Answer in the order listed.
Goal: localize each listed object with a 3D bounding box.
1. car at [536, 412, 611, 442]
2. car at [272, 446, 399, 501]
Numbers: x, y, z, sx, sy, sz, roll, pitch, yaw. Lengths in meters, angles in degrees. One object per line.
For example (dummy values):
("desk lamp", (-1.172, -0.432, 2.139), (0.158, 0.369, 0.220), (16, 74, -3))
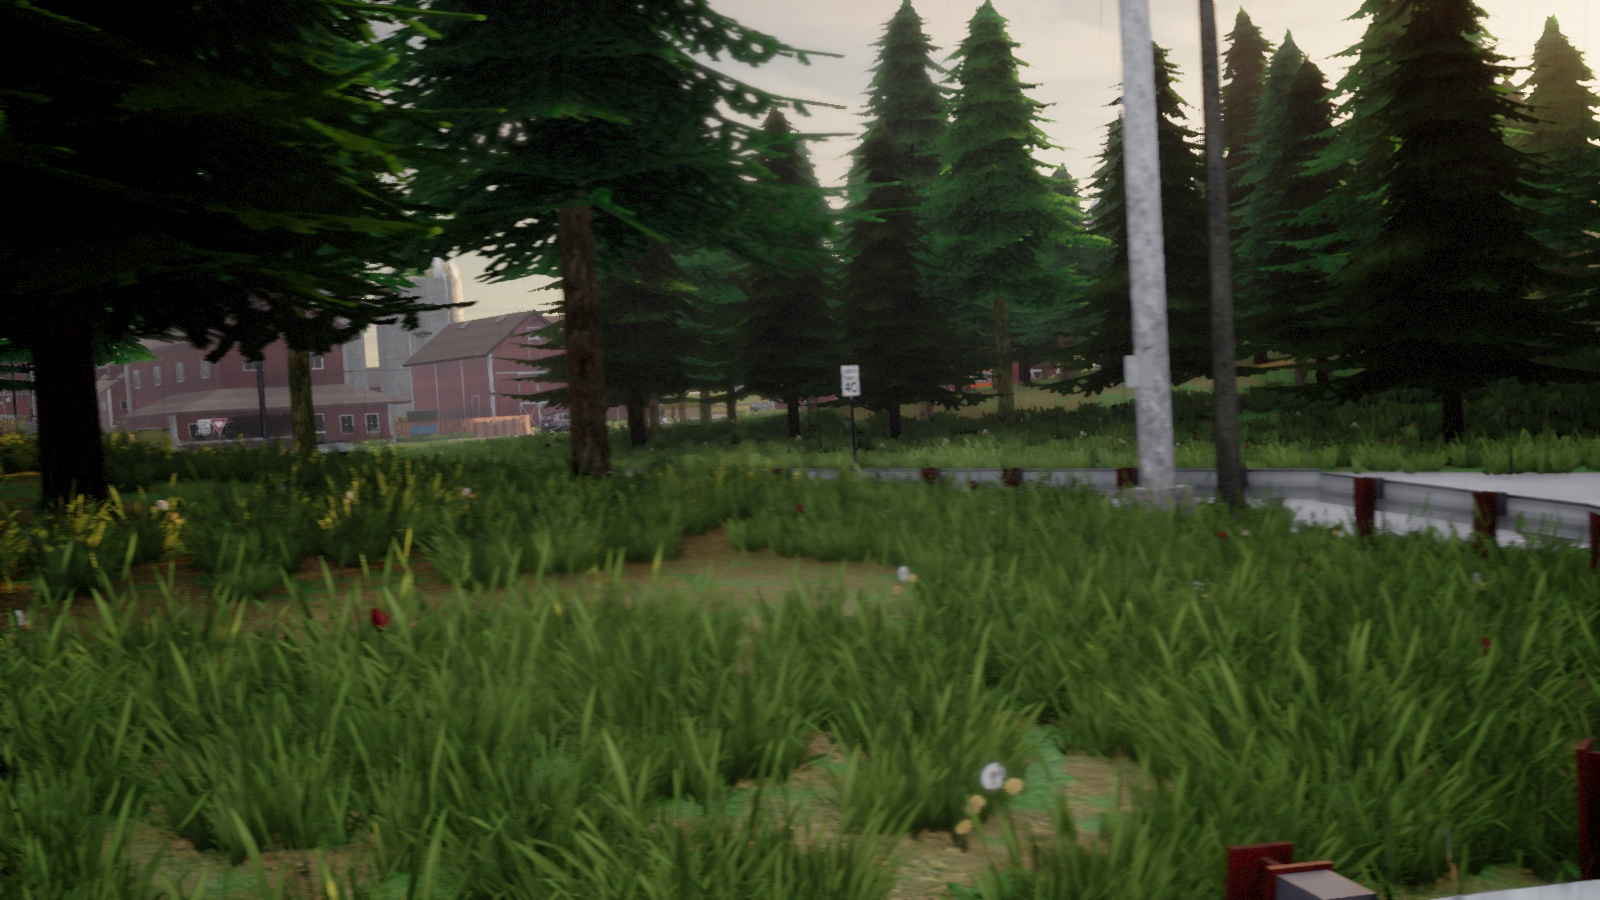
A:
("car", (-15.888, -1.608, 88.133), (4.611, 1.667, 2.242), (-7, 3, -43))
("car", (-13.977, 0.720, 37.694), (1.994, 1.385, 4.181), (-7, 3, -43))
